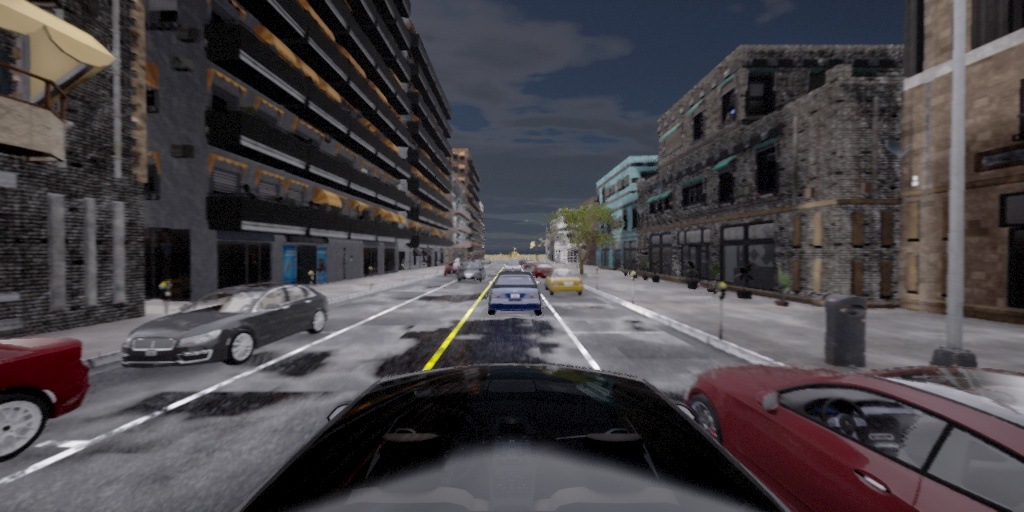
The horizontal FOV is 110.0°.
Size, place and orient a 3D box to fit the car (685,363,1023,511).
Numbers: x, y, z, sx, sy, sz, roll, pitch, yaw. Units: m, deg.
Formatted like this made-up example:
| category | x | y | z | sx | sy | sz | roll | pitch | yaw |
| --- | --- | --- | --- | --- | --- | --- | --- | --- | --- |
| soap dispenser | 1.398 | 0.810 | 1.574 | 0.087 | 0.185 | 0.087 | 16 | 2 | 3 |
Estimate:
| category | x | y | z | sx | sy | sz | roll | pitch | yaw |
| --- | --- | --- | --- | --- | --- | --- | --- | --- | --- |
| car | 2.689 | 1.332 | 2.139 | 1.802 | 1.307 | 4.207 | 0 | 0 | 0 |

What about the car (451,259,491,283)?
| category | x | y | z | sx | sy | sz | roll | pitch | yaw |
| --- | --- | --- | --- | --- | --- | --- | --- | --- | --- |
| car | -3.069 | 1.221 | 27.805 | 2.128 | 1.511 | 4.902 | 0 | 0 | 0 |

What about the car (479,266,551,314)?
| category | x | y | z | sx | sy | sz | roll | pitch | yaw |
| --- | --- | --- | --- | --- | --- | --- | --- | --- | --- |
| car | 0.098 | 1.287 | 13.632 | 2.033 | 1.411 | 5.357 | 0 | 0 | 0 |

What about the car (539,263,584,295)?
| category | x | y | z | sx | sy | sz | roll | pitch | yaw |
| --- | --- | --- | --- | --- | --- | --- | --- | --- | --- |
| car | 2.688 | 1.260 | 19.341 | 1.751 | 1.417 | 4.829 | 0 | 0 | 0 |

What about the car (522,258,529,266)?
| category | x | y | z | sx | sy | sz | roll | pitch | yaw |
| --- | --- | --- | --- | --- | --- | --- | --- | --- | --- |
| car | 2.684 | 1.291 | 53.236 | 1.802 | 1.307 | 4.207 | 0 | 0 | 0 |

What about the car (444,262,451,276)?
| category | x | y | z | sx | sy | sz | roll | pitch | yaw |
| --- | --- | --- | --- | --- | --- | --- | --- | --- | --- |
| car | -5.695 | 1.266 | 36.231 | 1.888 | 1.381 | 4.507 | 0 | 0 | 0 |

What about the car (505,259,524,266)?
| category | x | y | z | sx | sy | sz | roll | pitch | yaw |
| --- | --- | --- | --- | --- | --- | --- | --- | --- | --- |
| car | 0.095 | 1.318 | 41.747 | 1.895 | 1.301 | 4.718 | 0 | 0 | 0 |

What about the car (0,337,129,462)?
| category | x | y | z | sx | sy | sz | roll | pitch | yaw |
| --- | --- | --- | --- | --- | --- | --- | --- | --- | --- |
| car | -5.691 | 1.295 | 2.166 | 1.888 | 1.381 | 4.507 | 0 | 0 | 0 |

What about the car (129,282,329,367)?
| category | x | y | z | sx | sy | sz | roll | pitch | yaw |
| --- | --- | --- | --- | --- | --- | --- | --- | --- | --- |
| car | -5.692 | 1.295 | 7.844 | 2.007 | 1.370 | 4.403 | 0 | 0 | 0 |

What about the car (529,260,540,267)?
| category | x | y | z | sx | sy | sz | roll | pitch | yaw |
| --- | --- | --- | --- | --- | --- | --- | --- | --- | --- |
| car | 2.686 | 1.271 | 30.526 | 1.888 | 1.381 | 4.507 | 0 | 0 | 0 |
